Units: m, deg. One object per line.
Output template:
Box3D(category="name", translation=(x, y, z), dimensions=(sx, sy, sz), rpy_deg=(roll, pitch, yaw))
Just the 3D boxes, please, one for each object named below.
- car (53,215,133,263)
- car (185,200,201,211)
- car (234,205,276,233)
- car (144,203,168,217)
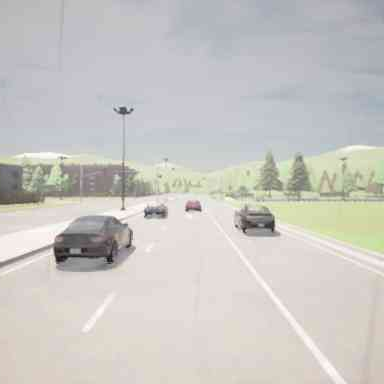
Box3D(category="car", translation=(-3.366, 1.547, 11.928), dimensions=(1.812, 1.442, 4.674), rpy_deg=(0, 0, 0))
Box3D(category="car", translation=(0.162, 1.640, 41.648), dimensions=(1.994, 1.385, 4.181), rpy_deg=(0, 0, 0))
Box3D(category="car", translation=(3.629, 1.529, 19.826), dimensions=(2.128, 1.511, 4.902), rpy_deg=(0, 0, 0))
Box3D(category="car", translation=(-3.353, 1.658, 31.670), dimensions=(1.895, 1.301, 4.718), rpy_deg=(0, 0, 0))
